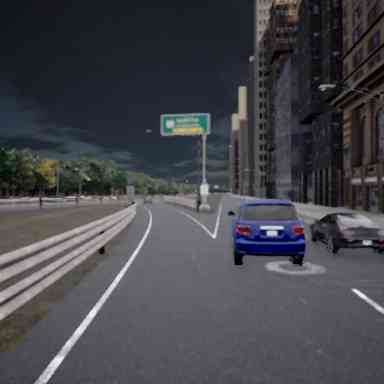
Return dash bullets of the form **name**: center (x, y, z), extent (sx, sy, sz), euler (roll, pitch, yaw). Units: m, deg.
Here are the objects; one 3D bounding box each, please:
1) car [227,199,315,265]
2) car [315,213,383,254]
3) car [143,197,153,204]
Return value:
- **car**: center (2.526, 1.276, 12.127), extent (2.150, 2.045, 5.566), euler (0, 0, 5)
- **car**: center (6.187, 1.570, 13.638), extent (1.812, 1.442, 4.674), euler (0, 0, 5)
- **car**: center (-8.711, 1.701, 65.980), extent (2.033, 1.411, 5.357), euler (0, 0, -10)
